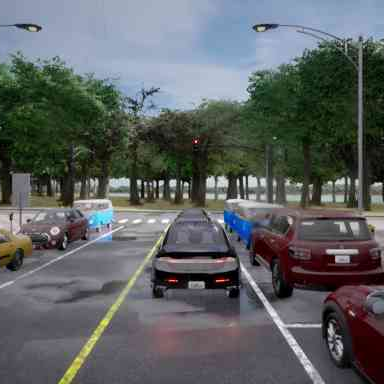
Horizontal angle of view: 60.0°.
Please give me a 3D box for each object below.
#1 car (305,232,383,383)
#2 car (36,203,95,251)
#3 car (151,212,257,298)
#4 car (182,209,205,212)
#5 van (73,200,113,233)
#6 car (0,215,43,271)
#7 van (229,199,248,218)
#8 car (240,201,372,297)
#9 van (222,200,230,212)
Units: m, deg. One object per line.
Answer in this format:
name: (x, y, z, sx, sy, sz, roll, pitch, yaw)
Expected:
car: (2.760, 1.440, 3.051, 1.967, 1.590, 4.097, 0, 0, 0)
car: (-5.767, 1.441, 13.924, 1.967, 1.590, 4.097, 0, 0, 0)
car: (0.088, 1.492, 8.520, 2.128, 1.511, 4.902, 0, 0, 0)
car: (0.053, 1.565, 17.438, 1.994, 1.385, 4.181, 0, 0, 1)
van: (-5.769, 1.342, 19.362, 1.690, 1.788, 3.998, 0, 0, 0)
car: (-5.766, 1.525, 8.317, 1.752, 1.417, 4.829, 0, 0, 0)
van: (2.758, 1.342, 13.926, 1.690, 1.788, 3.998, 0, 0, 0)
car: (2.759, 1.315, 8.488, 2.192, 1.841, 5.009, 0, 0, 0)
van: (2.757, 1.342, 19.363, 1.690, 1.788, 3.998, 0, 0, 0)
